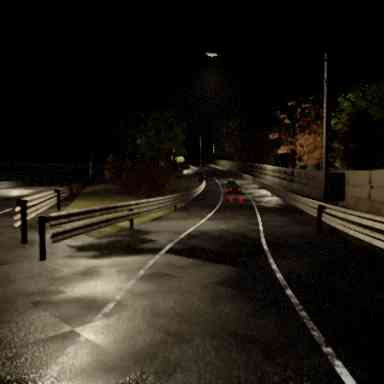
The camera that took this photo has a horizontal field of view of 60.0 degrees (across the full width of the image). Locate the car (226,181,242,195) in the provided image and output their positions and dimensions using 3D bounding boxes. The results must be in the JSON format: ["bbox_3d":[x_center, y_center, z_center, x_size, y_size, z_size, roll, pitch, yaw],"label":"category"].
[{"bbox_3d":[6.144,-0.420,48.063,1.812,1.442,4.674,0,5,5],"label":"car"}]
